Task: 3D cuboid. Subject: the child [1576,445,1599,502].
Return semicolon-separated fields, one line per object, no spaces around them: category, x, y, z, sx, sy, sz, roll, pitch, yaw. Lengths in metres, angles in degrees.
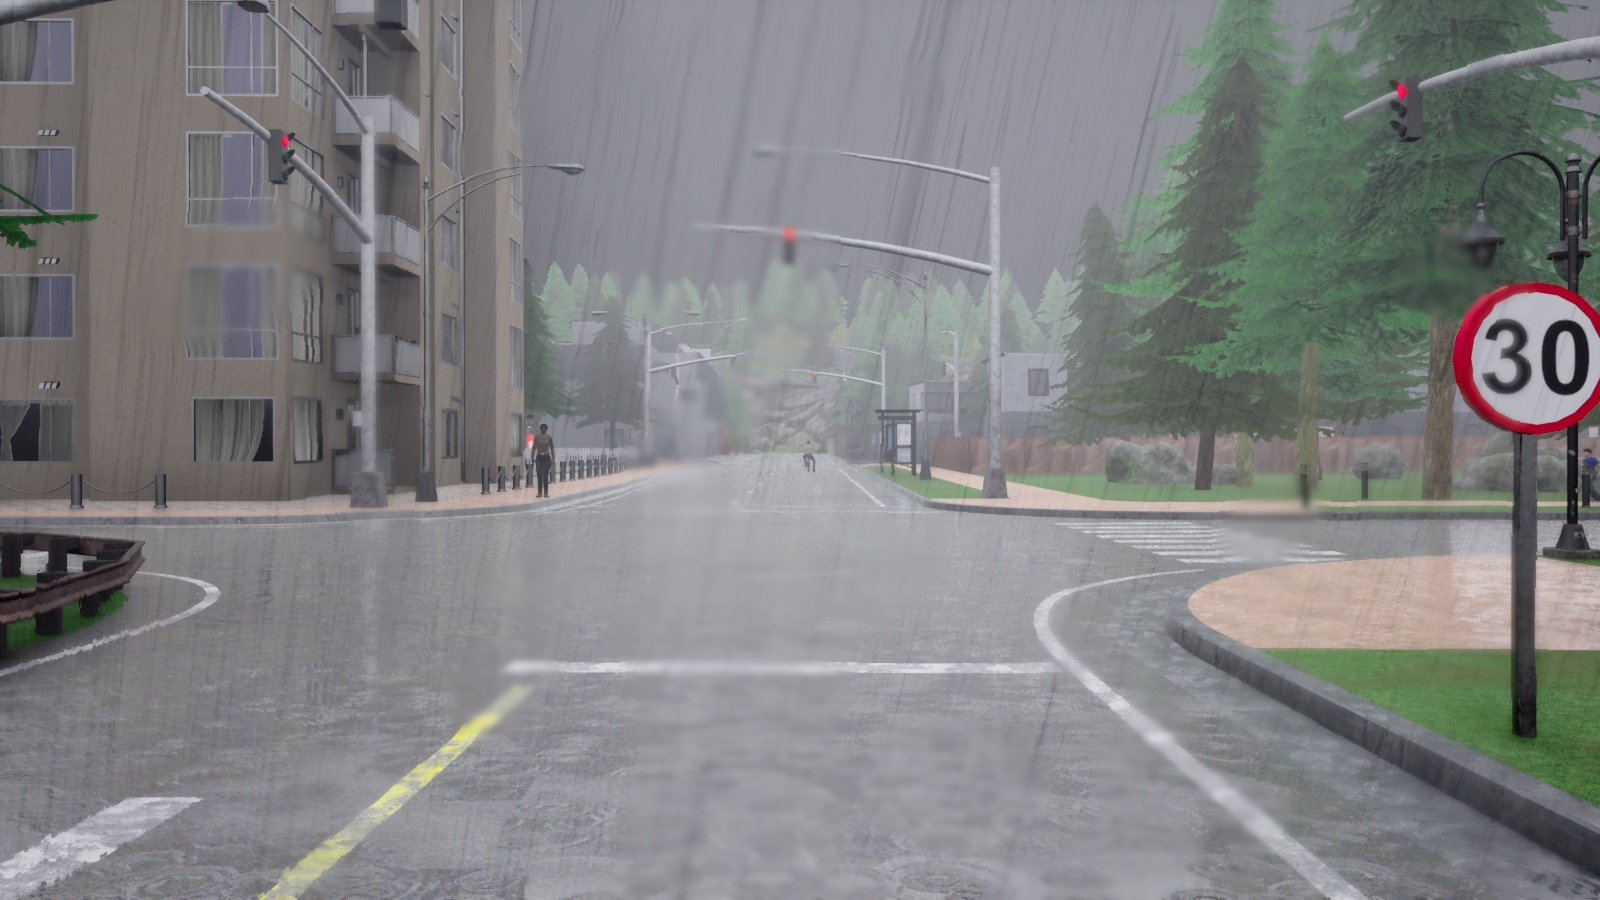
child;17.584;0.524;27.949;0.437;1.263;0.270;0;0;-1

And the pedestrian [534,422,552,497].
pedestrian;-6.340;0.227;30.944;0.328;1.805;0.869;0;0;-5
